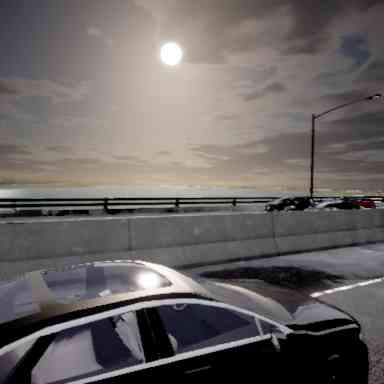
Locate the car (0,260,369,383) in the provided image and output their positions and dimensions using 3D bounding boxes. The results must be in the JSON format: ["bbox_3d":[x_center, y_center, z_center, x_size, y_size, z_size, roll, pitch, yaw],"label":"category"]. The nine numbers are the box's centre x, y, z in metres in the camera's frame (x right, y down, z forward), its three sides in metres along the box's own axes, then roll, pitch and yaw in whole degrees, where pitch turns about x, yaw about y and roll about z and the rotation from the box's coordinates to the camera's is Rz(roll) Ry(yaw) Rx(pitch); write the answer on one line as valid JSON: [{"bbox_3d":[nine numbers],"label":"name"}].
[{"bbox_3d":[-0.439,1.422,2.953,4.902,1.511,2.128,0,1,-31],"label":"car"}]

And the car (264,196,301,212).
[{"bbox_3d":[8.476,1.094,28.897,4.892,1.490,1.837,0,1,-31],"label":"car"}]

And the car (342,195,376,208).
[{"bbox_3d":[13.161,1.035,27.599,4.553,1.767,2.097,0,1,-31],"label":"car"}]

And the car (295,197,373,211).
[{"bbox_3d":[9.024,1.266,21.086,4.674,1.442,1.812,0,1,-31],"label":"car"}]
